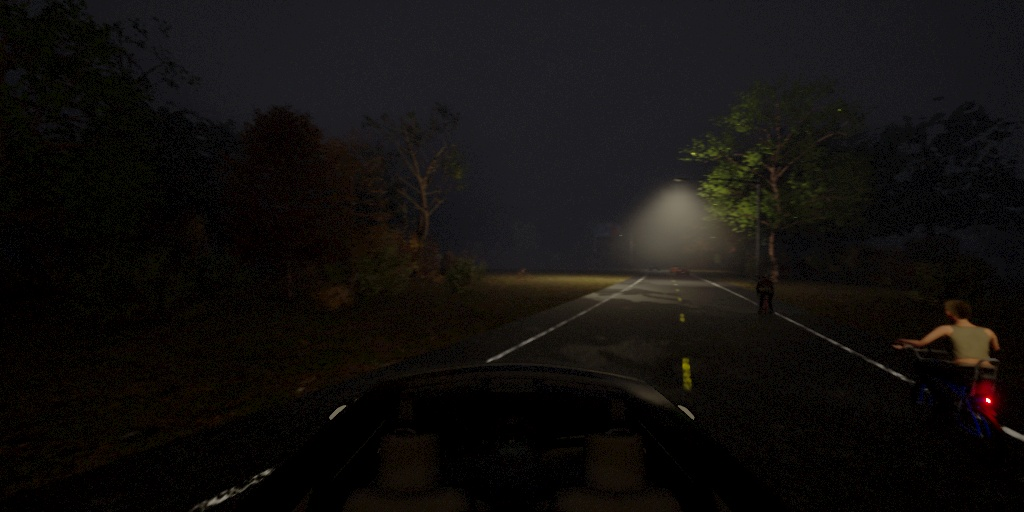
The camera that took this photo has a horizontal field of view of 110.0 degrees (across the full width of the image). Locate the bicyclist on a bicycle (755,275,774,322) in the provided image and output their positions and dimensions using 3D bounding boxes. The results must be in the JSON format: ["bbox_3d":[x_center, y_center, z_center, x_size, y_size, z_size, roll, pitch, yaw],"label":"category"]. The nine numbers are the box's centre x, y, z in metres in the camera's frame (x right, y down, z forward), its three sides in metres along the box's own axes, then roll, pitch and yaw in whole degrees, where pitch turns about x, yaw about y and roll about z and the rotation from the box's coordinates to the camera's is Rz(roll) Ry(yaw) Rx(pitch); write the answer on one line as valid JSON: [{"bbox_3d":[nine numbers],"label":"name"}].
[{"bbox_3d":[9.050,1.492,12.827,0.582,1.620,1.656,0,-1,25],"label":"bicyclist on a bicycle"}]

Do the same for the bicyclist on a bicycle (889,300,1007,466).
[{"bbox_3d":[4.975,1.295,4.062,0.866,1.612,1.509,0,-1,25],"label":"bicyclist on a bicycle"}]

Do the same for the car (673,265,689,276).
[{"bbox_3d":[26.469,2.388,55.737,1.812,1.442,4.674,0,-2,23],"label":"car"}]
